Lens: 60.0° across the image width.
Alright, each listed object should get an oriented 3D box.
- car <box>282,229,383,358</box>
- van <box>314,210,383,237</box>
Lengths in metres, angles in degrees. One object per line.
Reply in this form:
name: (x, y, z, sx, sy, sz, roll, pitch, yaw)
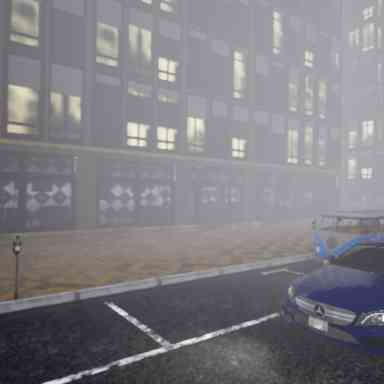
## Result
car: (3.649, 1.608, 5.986, 4.674, 1.442, 1.812, 1, -1, -36)
van: (5.534, 1.478, 10.518, 3.998, 1.788, 1.690, 1, 0, -36)
